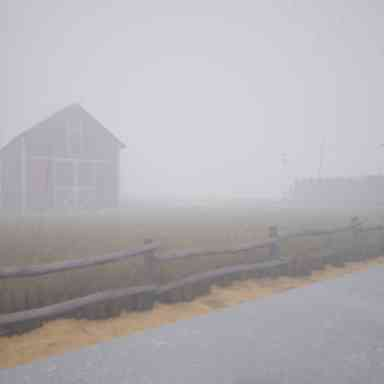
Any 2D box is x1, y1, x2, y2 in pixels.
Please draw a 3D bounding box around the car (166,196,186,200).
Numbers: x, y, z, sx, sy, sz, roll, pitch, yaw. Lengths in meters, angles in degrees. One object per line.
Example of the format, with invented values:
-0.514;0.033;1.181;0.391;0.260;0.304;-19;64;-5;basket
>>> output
-2.536;1.309;56.620;2.033;1.411;5.357;-1;0;-35;car
